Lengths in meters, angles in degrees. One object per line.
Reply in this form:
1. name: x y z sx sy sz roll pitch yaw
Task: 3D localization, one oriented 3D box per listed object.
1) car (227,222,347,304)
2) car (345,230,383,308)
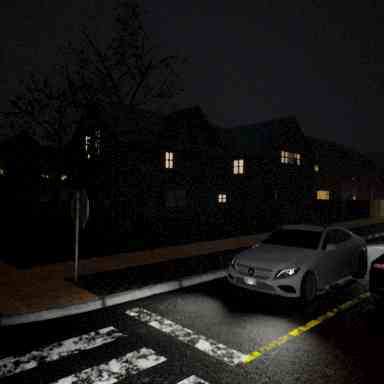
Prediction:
1. car: 2.869 1.537 8.378 4.674 1.442 1.812 0 0 -44
2. car: 5.306 1.481 6.787 4.902 1.511 2.128 0 0 -42
